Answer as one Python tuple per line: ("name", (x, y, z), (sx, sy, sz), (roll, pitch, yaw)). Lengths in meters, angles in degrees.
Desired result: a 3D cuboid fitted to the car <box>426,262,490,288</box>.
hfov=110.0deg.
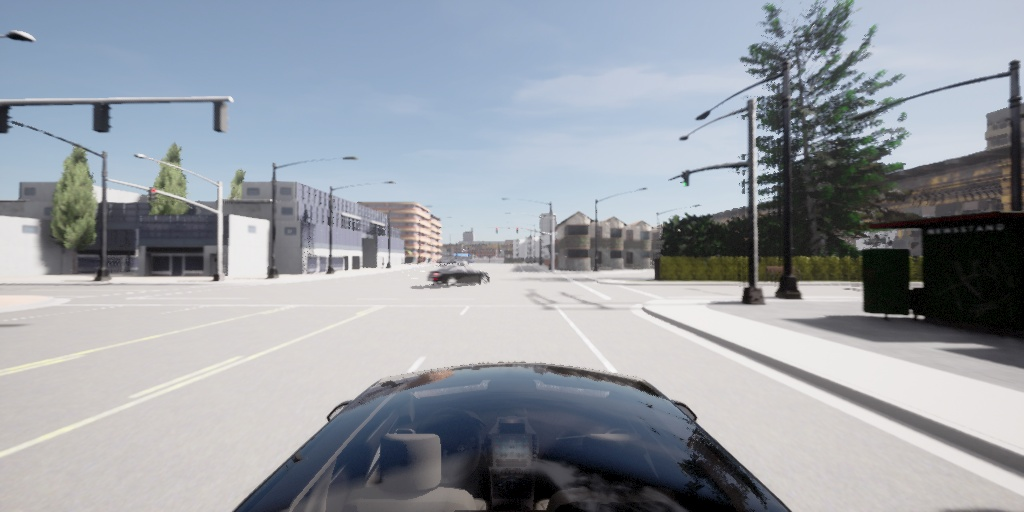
("car", (-3.709, 1.392, 25.427), (2.128, 1.511, 4.902), (1, 0, 43))
